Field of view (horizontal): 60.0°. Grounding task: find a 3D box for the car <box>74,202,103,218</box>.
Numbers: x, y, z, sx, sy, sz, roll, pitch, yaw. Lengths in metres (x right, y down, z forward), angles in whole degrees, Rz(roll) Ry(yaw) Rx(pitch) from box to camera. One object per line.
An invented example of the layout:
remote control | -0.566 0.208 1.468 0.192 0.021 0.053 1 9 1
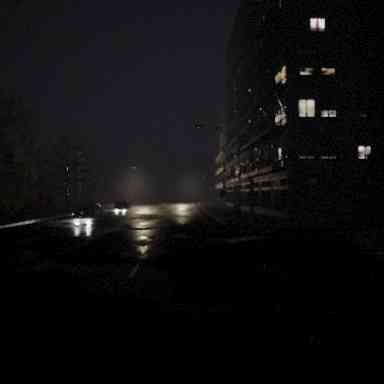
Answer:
car | -10.428 1.737 33.722 2.128 1.511 4.902 0 0 -2

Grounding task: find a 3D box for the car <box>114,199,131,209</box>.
car | -10.965 1.876 52.718 2.128 1.511 4.902 0 0 -1
